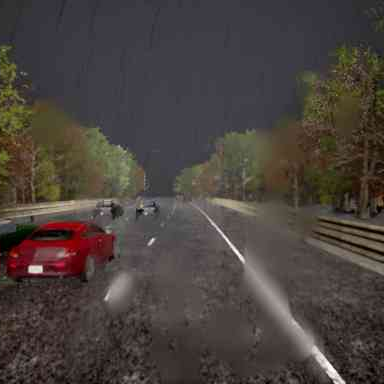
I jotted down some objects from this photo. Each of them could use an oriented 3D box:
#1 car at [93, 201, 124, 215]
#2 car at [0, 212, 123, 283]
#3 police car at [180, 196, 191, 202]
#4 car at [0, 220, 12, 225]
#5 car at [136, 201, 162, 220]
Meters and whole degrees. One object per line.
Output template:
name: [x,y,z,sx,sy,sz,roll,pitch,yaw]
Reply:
car: [-7.219,1.539,28.952,2.128,1.511,4.902,0,0,-1]
car: [-3.450,1.538,9.613,1.812,1.442,4.674,0,0,0]
police car: [-1.191,1.697,81.447,1.930,1.638,5.238,0,0,-3]
car: [-6.976,1.586,11.397,1.895,1.301,4.718,1,0,0]
car: [-3.711,1.538,28.954,2.128,1.511,4.902,0,0,-1]
